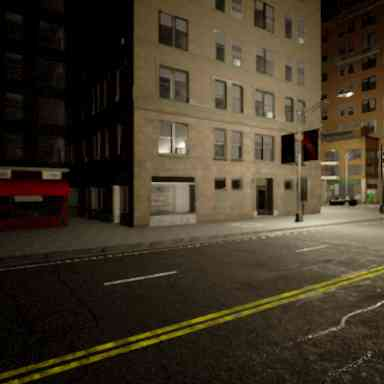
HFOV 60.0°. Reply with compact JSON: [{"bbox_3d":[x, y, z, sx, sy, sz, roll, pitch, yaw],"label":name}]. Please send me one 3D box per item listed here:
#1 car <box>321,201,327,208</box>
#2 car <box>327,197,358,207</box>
[{"bbox_3d":[13.756,1.216,40.629,1.967,1.590,4.097,0,0,-35],"label":"car"},{"bbox_3d":[20.311,1.323,45.260,1.947,1.339,4.313,0,0,-35],"label":"car"}]
